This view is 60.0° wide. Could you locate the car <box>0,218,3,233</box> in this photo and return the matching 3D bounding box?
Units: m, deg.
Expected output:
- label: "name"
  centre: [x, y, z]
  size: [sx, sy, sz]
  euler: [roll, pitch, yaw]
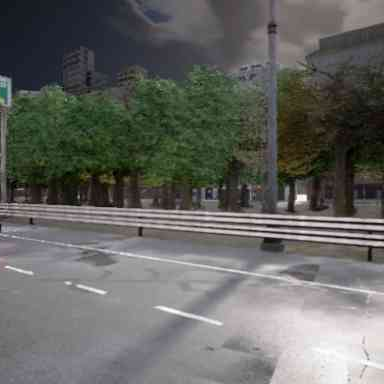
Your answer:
- label: "car"
  centre: [-11.024, 1.486, 16.046]
  size: [4.902, 1.511, 2.128]
  euler: [0, 0, 36]
